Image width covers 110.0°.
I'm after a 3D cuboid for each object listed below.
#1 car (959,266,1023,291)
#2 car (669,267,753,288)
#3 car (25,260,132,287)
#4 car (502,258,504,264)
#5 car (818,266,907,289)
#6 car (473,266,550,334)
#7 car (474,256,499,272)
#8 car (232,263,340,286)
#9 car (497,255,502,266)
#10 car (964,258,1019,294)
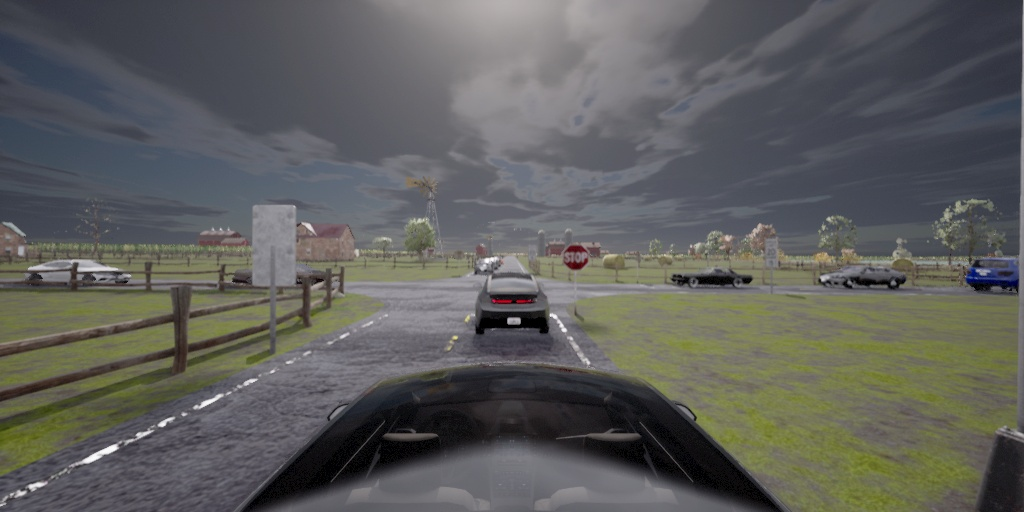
[{"bbox_3d":[33.541,1.490,24.034,4.892,1.490,1.837,1,0,0],"label":"car"},{"bbox_3d":[13.075,1.396,23.756,4.718,1.301,1.895,1,0,-2],"label":"car"},{"bbox_3d":[-24.534,0.933,20.352,4.674,1.442,1.812,1,0,-1],"label":"car"},{"bbox_3d":[-2.757,0.956,57.408,2.128,1.511,4.902,0,0,1],"label":"car"},{"bbox_3d":[23.226,1.382,23.912,4.902,1.511,2.128,1,0,-1],"label":"car"},{"bbox_3d":[-0.065,1.213,10.475,1.837,1.490,4.892,0,0,-3],"label":"car"},{"bbox_3d":[-2.824,1.062,37.163,2.128,1.511,4.902,0,0,0],"label":"car"},{"bbox_3d":[-12.771,1.075,20.507,5.357,1.411,2.033,1,0,-1],"label":"car"},{"bbox_3d":[-2.808,1.011,46.685,2.128,1.511,4.902,0,0,0],"label":"car"},{"bbox_3d":[30.303,1.161,21.057,5.566,2.045,2.150,1,0,-1],"label":"car"}]
